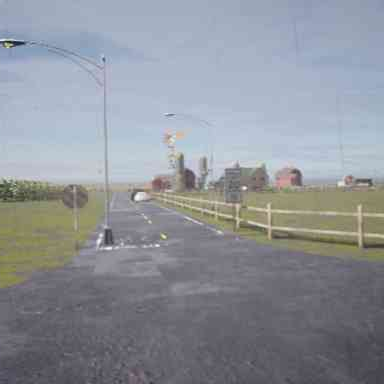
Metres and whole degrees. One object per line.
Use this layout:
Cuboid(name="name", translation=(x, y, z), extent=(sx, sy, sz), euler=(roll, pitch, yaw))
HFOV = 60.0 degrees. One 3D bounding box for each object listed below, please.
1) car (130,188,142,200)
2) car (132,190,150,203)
Cuboid(name="car", translation=(-9.520, 0.360, 57.518), extent=(2.150, 2.045, 5.566), euler=(-1, 1, -13))
Cuboid(name="car", translation=(-7.236, 0.788, 47.861), extent=(1.812, 1.442, 4.674), euler=(-1, 1, -13))
